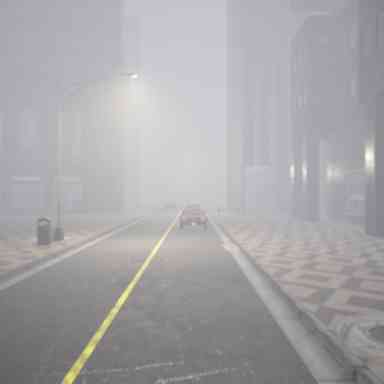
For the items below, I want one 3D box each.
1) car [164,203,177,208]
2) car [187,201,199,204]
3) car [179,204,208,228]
[{"bbox_3d":[-2.981,1.834,46.918,1.994,1.385,4.181,0,-1,0],"label":"car"},{"bbox_3d":[0.117,1.864,41.390,2.128,1.511,4.902,0,-1,0],"label":"car"},{"bbox_3d":[0.110,1.809,23.799,1.895,1.301,4.718,0,-1,0],"label":"car"}]
